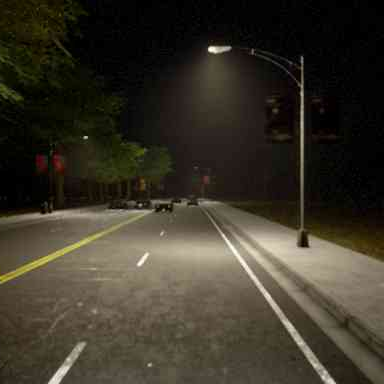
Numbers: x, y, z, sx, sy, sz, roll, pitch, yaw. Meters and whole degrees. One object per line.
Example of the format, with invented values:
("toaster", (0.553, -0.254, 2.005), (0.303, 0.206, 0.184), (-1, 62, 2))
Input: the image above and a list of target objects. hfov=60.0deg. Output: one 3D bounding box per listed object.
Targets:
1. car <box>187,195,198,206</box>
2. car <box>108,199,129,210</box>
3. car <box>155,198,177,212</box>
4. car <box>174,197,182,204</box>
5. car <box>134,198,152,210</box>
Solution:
("car", (0.096, 1.652, 57.253), (2.033, 1.411, 5.357), (0, 0, 0))
("car", (-9.835, 1.617, 44.713), (2.033, 1.411, 5.357), (0, 0, 0))
("car", (-3.152, 1.654, 39.232), (1.895, 1.301, 4.718), (0, 0, 0))
("car", (-3.249, 1.709, 70.197), (1.994, 1.385, 4.181), (0, 0, 0))
("car", (-6.582, 1.560, 45.001), (2.128, 1.511, 4.902), (0, 0, 0))
